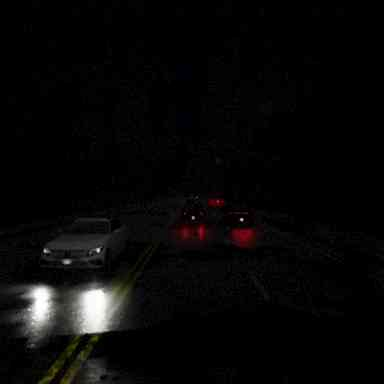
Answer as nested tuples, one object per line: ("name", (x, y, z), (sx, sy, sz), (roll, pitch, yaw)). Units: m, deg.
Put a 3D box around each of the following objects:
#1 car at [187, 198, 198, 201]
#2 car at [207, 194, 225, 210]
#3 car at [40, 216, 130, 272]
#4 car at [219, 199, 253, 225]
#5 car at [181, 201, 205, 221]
("car", (0.094, 1.626, 46.836), (2.128, 1.511, 4.902), (0, 0, 0))
("car", (3.347, 1.352, 45.606), (2.150, 2.045, 5.566), (0, 0, 0))
("car", (-3.252, 1.551, 10.992), (1.812, 1.442, 4.674), (0, 0, 0))
("car", (3.337, 1.570, 24.709), (1.837, 1.490, 4.892), (0, 0, 0))
("car", (0.096, 1.673, 27.529), (1.895, 1.301, 4.718), (0, 0, 0))
